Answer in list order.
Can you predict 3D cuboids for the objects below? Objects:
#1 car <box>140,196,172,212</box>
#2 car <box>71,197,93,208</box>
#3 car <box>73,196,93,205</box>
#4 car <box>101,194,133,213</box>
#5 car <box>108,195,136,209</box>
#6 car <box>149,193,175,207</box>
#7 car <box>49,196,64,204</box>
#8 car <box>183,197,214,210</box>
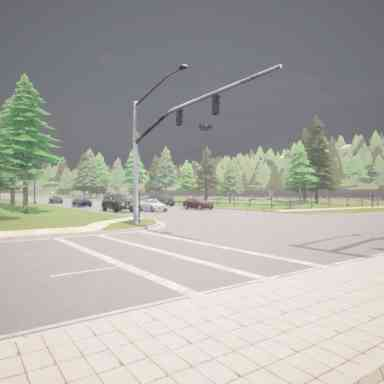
[{"bbox_3d":[-4.607,1.526,38.449,1.812,1.442,4.674,0,0,-35],"label":"car"},{"bbox_3d":[-16.092,1.600,48.668,1.895,1.301,4.718,0,0,-35],"label":"car"},{"bbox_3d":[-19.678,1.547,59.922,2.033,1.411,5.357,0,0,-35],"label":"car"},{"bbox_3d":[-8.476,1.221,37.849,2.150,2.045,5.566,0,0,-36],"label":"car"},{"bbox_3d":[-9.662,1.352,45.606,2.097,1.767,4.553,0,0,-35],"label":"car"},{"bbox_3d":[-4.794,1.216,50.851,2.150,2.045,5.566,0,1,-35],"label":"car"},{"bbox_3d":[-25.299,1.508,61.899,1.837,1.490,4.892,0,-1,-35],"label":"car"},{"bbox_3d":[0.780,1.478,42.926,1.882,1.535,5.008,0,0,-35],"label":"car"}]
